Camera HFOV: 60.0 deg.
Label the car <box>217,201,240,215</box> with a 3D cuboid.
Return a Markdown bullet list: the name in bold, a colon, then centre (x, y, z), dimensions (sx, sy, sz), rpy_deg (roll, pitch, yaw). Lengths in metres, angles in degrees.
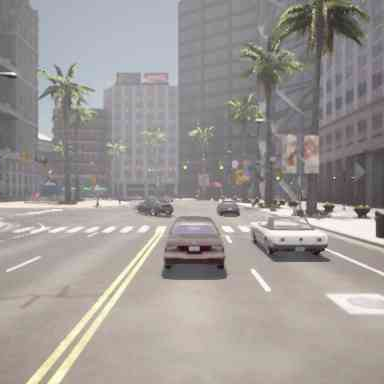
- **car**: centre (3.578, 1.566, 33.444), dimensions (1.994, 1.385, 4.181), rpy_deg (0, 0, 0)

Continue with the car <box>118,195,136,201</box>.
- **car**: centre (-16.348, 1.531, 80.940), dimensions (1.812, 1.442, 4.674), rpy_deg (0, 0, -45)

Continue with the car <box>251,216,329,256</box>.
- **car**: centre (3.577, 1.602, 13.189), dimensions (1.895, 1.301, 4.718), rpy_deg (0, 0, 0)

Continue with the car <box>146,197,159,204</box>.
- **car**: centre (-7.942, 1.604, 66.599), dimensions (1.895, 1.301, 4.718), rpy_deg (0, 0, -14)

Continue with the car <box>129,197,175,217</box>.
- **car**: centre (-3.772, 1.508, 31.939), dimensions (1.837, 1.490, 4.892), rpy_deg (2, -1, -40)

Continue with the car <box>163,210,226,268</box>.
- **car**: centre (0.072, 1.548, 11.305), dimensions (2.033, 1.411, 5.357), rpy_deg (0, 0, 0)
